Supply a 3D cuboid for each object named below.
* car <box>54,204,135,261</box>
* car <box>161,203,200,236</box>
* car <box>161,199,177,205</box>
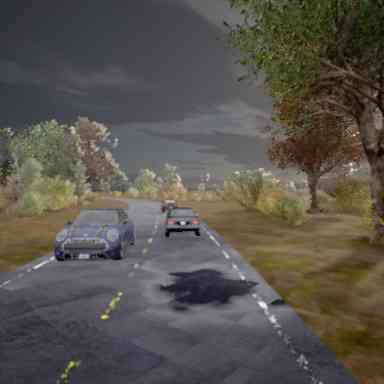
[{"bbox_3d":[-3.383,1.370,12.340,2.097,1.767,4.553,0,0,-3],"label":"car"},{"bbox_3d":[-0.589,1.568,18.691,2.033,1.411,5.357,0,0,-4],"label":"car"},{"bbox_3d":[-2.719,1.571,39.895,1.812,1.442,4.674,0,0,-8],"label":"car"}]
